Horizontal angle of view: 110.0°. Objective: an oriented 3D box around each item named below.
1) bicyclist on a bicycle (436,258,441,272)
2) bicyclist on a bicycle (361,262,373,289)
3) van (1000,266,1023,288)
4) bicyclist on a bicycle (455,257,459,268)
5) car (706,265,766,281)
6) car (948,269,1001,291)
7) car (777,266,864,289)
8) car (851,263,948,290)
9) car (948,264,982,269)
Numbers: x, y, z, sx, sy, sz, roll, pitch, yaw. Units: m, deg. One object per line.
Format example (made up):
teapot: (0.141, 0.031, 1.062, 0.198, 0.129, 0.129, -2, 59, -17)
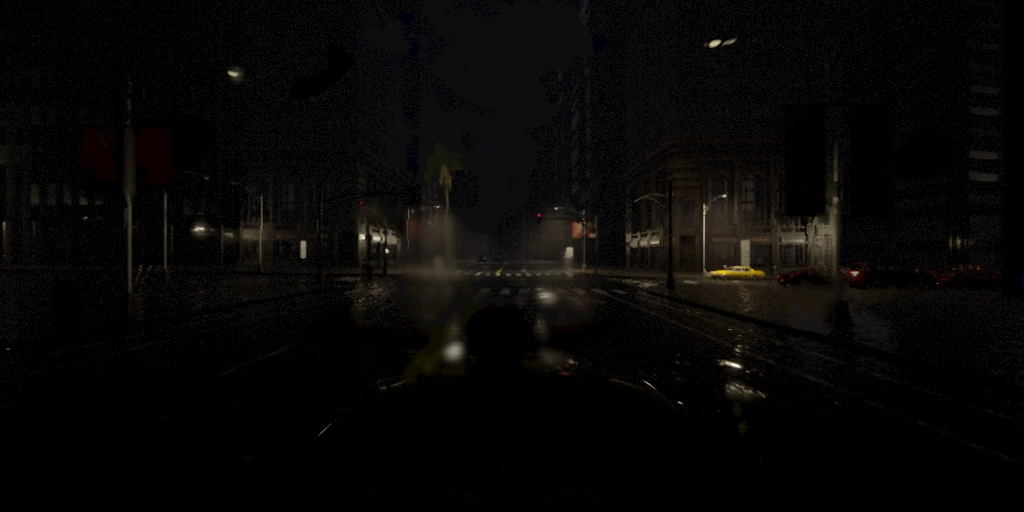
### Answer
bicyclist on a bicycle: (-8.761, 1.065, 42.650, 0.659, 1.776, 1.843, 0, 0, 0)
bicyclist on a bicycle: (-8.761, 1.173, 21.775, 0.582, 1.620, 1.656, 0, 1, 0)
van: (35.978, 1.562, 24.473, 3.998, 1.789, 1.690, 0, 0, 0)
bicyclist on a bicycle: (-8.766, 1.039, 56.463, 0.659, 1.776, 1.843, 0, 0, 0)
car: (20.573, 1.558, 33.048, 4.829, 1.417, 1.751, 0, 0, 0)
car: (30.890, 1.734, 24.488, 4.207, 1.307, 1.802, 0, 0, 0)
car: (20.716, 1.559, 24.519, 4.507, 1.381, 1.888, 0, 0, 0)
car: (25.803, 1.398, 24.504, 5.009, 1.841, 2.192, 0, 0, 0)
car: (40.287, 1.613, 33.010, 5.009, 1.841, 2.192, 0, 0, 0)
